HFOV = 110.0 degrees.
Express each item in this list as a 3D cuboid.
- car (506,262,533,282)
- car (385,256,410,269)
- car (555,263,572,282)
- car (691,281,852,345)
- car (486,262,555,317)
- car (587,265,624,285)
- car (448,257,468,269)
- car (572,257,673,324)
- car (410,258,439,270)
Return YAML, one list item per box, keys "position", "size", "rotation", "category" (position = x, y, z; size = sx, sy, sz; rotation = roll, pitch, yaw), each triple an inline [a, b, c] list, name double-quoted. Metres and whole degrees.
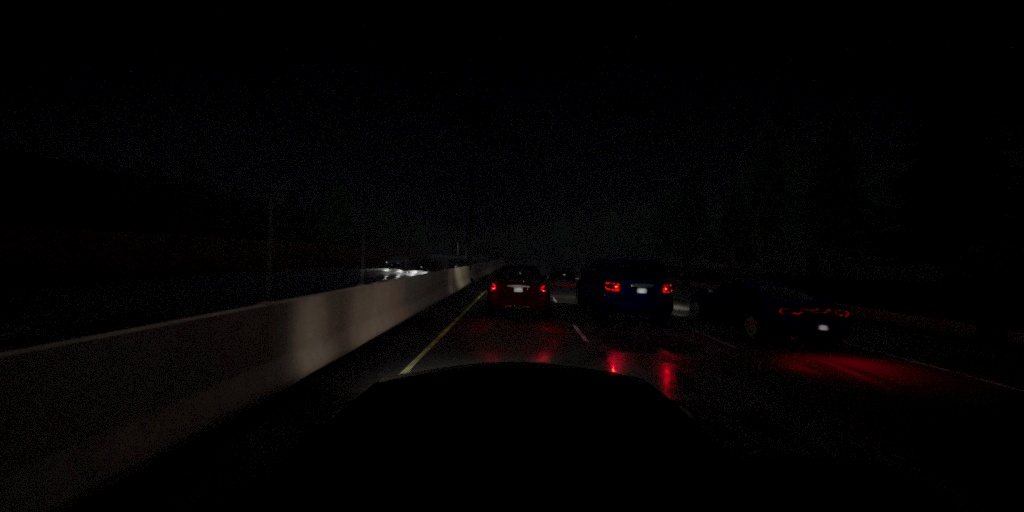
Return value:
- position: [0.641, 1.271, 29.614]
  size: [1.994, 1.385, 4.181]
  rotation: [2, 0, 2]
  category: "car"
- position: [-13.228, 0.705, 42.051]
  size: [1.812, 1.442, 4.674]
  rotation: [2, 0, 2]
  category: "car"
- position: [4.167, 1.310, 30.505]
  size: [1.882, 1.535, 5.008]
  rotation: [2, 0, 2]
  category: "car"
- position: [7.175, 1.464, 10.640]
  size: [1.882, 1.535, 5.008]
  rotation: [2, 0, 2]
  category: "car"
- position: [0.260, 1.084, 13.488]
  size: [2.097, 1.767, 4.553]
  rotation: [2, 0, 2]
  category: "car"
- position: [7.640, 1.523, 29.654]
  size: [1.994, 1.385, 4.181]
  rotation: [2, 0, 1]
  category: "car"
- position: [-6.221, 0.922, 42.477]
  size: [2.128, 1.511, 4.902]
  rotation: [2, 0, 2]
  category: "car"
- position: [3.749, 1.079, 12.819]
  size: [2.150, 2.045, 5.566]
  rotation: [2, 0, 2]
  category: "car"
- position: [-9.759, 0.908, 41.103]
  size: [1.895, 1.301, 4.718]
  rotation: [2, 0, 2]
  category: "car"
